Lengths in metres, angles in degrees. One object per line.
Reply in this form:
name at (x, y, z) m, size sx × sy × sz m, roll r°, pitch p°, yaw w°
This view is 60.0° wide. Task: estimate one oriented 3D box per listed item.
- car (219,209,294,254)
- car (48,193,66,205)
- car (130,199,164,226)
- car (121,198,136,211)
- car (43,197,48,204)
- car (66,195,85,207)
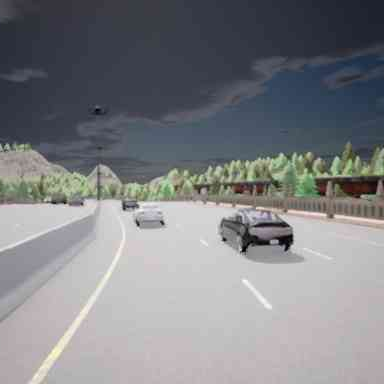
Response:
car at (2.390, 1.441, 13.430) m, size 2.128 × 1.511 × 4.902 m, roll 0°, pitch 0°, yaw -8°
car at (-23.417, 1.192, 58.943) m, size 2.150 × 2.045 × 5.566 m, roll 0°, pitch 0°, yaw -14°
car at (-3.086, 1.476, 23.235) m, size 1.812 × 1.442 × 4.674 m, roll 0°, pitch 0°, yaw -13°
car at (-7.533, 1.419, 40.488) m, size 2.128 × 1.511 × 4.902 m, roll 0°, pitch 0°, yaw -15°
car at (-29.906, 1.771, 69.839) m, size 1.812 × 1.442 × 4.674 m, roll 0°, pitch -2°, yaw -15°
car at (-17.948, 1.312, 51.853) m, size 2.097 × 1.767 × 4.553 m, roll 0°, pitch 0°, yaw -14°
